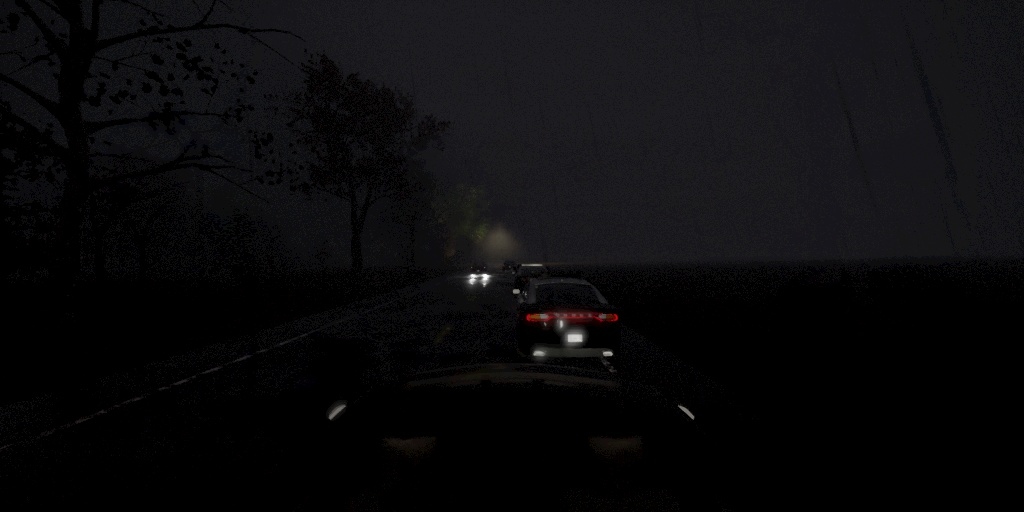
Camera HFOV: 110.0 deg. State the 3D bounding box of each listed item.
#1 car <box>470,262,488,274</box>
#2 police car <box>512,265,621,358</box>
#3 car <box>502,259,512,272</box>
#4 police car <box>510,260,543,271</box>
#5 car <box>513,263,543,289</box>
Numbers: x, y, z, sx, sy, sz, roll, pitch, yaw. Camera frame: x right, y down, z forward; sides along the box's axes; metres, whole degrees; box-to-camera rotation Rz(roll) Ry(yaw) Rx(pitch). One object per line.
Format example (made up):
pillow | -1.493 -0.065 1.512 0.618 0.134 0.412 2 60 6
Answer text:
car | -3.838 1.377 42.459 1.895 1.301 4.718 0 0 -1
police car | 1.054 1.176 8.592 1.930 1.638 5.238 0 0 0
car | -0.268 1.345 47.194 1.994 1.385 4.181 0 0 0
police car | 1.025 1.181 18.601 1.930 1.638 5.238 0 0 0
car | 0.992 1.264 24.498 1.837 1.490 4.892 0 0 0
